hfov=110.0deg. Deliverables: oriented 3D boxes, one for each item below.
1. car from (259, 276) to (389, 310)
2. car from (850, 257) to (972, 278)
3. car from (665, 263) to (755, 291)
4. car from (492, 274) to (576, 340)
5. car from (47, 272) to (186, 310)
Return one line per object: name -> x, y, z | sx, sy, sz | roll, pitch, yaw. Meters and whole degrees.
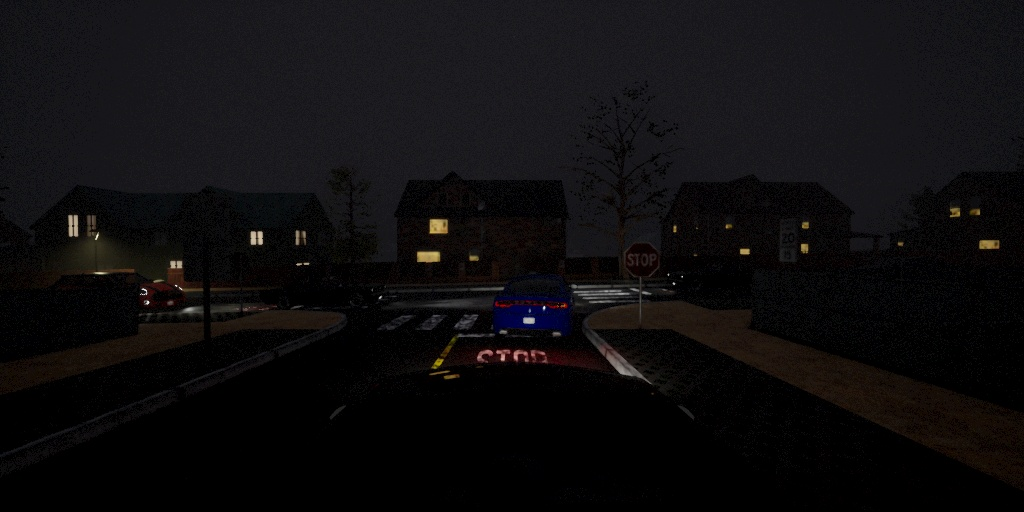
car -> -7.819, 1.506, 15.278 | 4.718, 1.301, 1.895 | -1, 1, 0
car -> 20.047, 0.753, 18.257 | 5.357, 1.411, 2.033 | -1, 1, 0
car -> 10.401, 1.034, 18.216 | 4.718, 1.301, 1.895 | -1, 1, -1
car -> 0.782, 1.226, 10.075 | 1.882, 1.535, 5.008 | 0, 0, 10
car -> -16.806, 1.471, 15.265 | 4.553, 1.767, 2.097 | -1, 1, 0
